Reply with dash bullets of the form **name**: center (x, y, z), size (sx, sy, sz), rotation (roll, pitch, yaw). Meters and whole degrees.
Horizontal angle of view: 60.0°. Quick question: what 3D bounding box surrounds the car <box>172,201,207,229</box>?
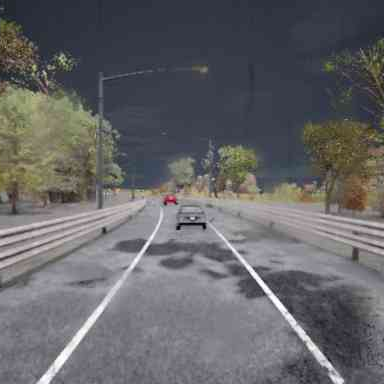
- **car**: center (-0.143, 1.553, 21.633), size (2.033, 1.411, 5.357), rotation (0, 0, -4)

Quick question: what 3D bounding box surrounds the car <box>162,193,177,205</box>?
- **car**: center (-3.885, 1.189, 57.600), size (2.150, 2.045, 5.566), rotation (0, 0, -9)
